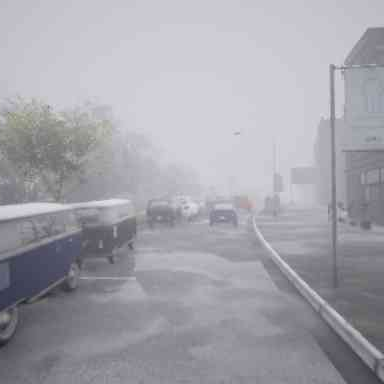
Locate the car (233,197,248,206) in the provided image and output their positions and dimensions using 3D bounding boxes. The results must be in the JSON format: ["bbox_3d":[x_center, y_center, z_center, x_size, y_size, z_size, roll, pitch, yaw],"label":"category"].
[{"bbox_3d":[9.672,1.821,65.796,2.231,1.521,4.892,-1,1,16],"label":"car"}]

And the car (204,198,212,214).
[{"bbox_3d":[0.374,1.691,33.903,2.002,1.452,4.674,-1,0,13],"label":"car"}]

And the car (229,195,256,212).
[{"bbox_3d":[6.520,1.417,42.466,2.150,2.045,5.566,-1,0,15],"label":"car"}]

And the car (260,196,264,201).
[{"bbox_3d":[16.728,1.714,88.109,2.435,2.045,5.566,-1,-1,18],"label":"car"}]

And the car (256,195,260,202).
[{"bbox_3d":[14.696,1.959,81.676,2.002,1.452,4.674,-1,-1,18],"label":"car"}]

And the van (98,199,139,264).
[{"bbox_3d":[-3.157,1.279,11.953,1.878,1.987,4.442,-2,1,3],"label":"van"}]

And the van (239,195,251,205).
[{"bbox_3d":[11.390,1.644,71.217,1.878,1.987,4.442,-1,-1,20],"label":"van"}]

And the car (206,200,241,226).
[{"bbox_3d":[2.419,1.568,24.451,1.882,1.535,5.008,0,0,10],"label":"car"}]

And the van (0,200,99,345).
[{"bbox_3d":[-3.512,1.259,6.384,1.878,1.987,4.442,-2,1,2],"label":"van"}]

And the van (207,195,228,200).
[{"bbox_3d":[3.189,1.489,44.801,1.878,1.987,4.442,-1,1,15],"label":"van"}]

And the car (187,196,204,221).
[{"bbox_3d":[-0.805,1.362,28.470,2.435,2.045,5.566,-1,1,9],"label":"car"}]

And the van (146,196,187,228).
[{"bbox_3d":[-1.779,1.347,23.054,1.878,1.987,4.442,-1,1,7],"label":"van"}]
